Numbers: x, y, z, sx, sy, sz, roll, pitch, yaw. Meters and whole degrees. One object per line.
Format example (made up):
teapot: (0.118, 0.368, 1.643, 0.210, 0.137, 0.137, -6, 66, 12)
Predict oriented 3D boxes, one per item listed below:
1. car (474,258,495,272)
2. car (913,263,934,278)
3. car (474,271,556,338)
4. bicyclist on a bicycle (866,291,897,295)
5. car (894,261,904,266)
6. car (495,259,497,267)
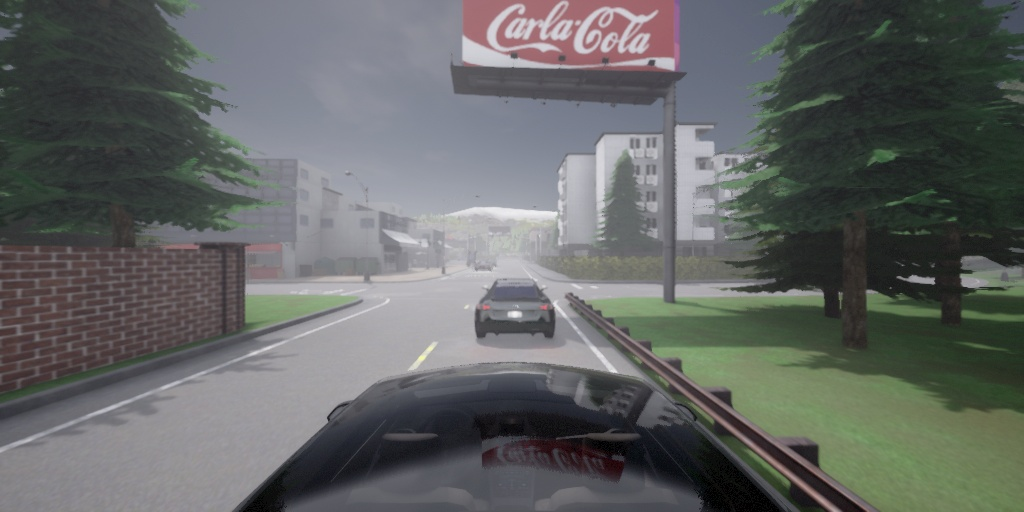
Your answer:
car: (-3.587, 1.215, 44.878, 1.994, 1.385, 4.181, 0, 0, 0)
car: (41.572, 1.397, 35.158, 2.033, 1.411, 5.357, 0, 0, 42)
car: (0.079, 1.294, 10.127, 1.994, 1.385, 4.181, 0, 0, 0)
bicyclist on a bicycle: (19.338, 1.210, 18.798, 0.582, 1.620, 1.656, -2, -2, -13)
car: (47.369, 1.335, 43.824, 1.837, 1.490, 4.892, 0, 0, 22)
car: (-3.553, 1.107, 60.783, 2.128, 1.511, 4.902, 0, 0, 0)
